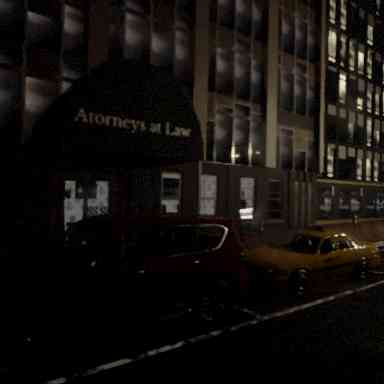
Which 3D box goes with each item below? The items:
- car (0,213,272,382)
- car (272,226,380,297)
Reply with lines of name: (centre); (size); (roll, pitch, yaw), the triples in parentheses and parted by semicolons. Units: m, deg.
car: (-1.247, 1.339, 5.652); (5.009, 1.841, 2.192); (1, 0, -36)
car: (3.124, 1.605, 8.777); (4.829, 1.417, 1.752); (1, 0, -36)
